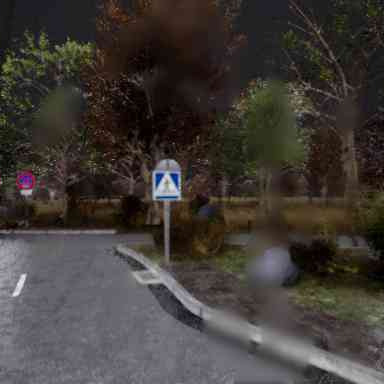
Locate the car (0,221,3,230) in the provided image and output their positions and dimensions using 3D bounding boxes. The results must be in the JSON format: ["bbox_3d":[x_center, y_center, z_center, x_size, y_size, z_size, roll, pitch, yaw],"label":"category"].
[{"bbox_3d":[-12.295,1.741,16.979,4.718,1.301,1.895,0,0,14],"label":"car"}]
